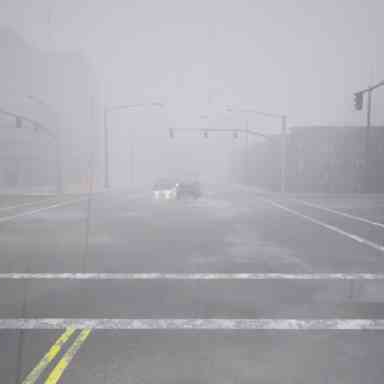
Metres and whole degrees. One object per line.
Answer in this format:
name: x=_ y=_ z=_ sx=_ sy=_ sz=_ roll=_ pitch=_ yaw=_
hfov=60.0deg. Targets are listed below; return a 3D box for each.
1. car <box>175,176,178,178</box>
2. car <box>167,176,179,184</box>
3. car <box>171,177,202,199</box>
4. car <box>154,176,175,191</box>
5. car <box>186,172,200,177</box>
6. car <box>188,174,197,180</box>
car: x=-3.527 y=-1.669 z=51.296 sx=1.837 sy=1.490 sz=4.892 roll=0 pitch=4 yaw=0
car: x=-3.485 y=-2.252 z=61.415 sx=1.895 sy=1.301 sz=4.718 roll=0 pitch=4 yaw=0
car: x=-0.208 y=-0.250 z=29.948 sx=2.128 sy=1.511 sz=4.902 roll=1 pitch=4 yaw=7
car: x=-3.544 y=-0.945 z=41.389 sx=1.994 sy=1.385 sz=4.181 roll=0 pitch=4 yaw=0
car: x=0.176 y=-2.381 z=57.659 sx=2.150 sy=2.045 sz=5.566 roll=0 pitch=4 yaw=0
car: x=0.105 y=-3.574 z=80.396 sx=1.994 sy=1.385 sz=4.181 roll=0 pitch=4 yaw=0
